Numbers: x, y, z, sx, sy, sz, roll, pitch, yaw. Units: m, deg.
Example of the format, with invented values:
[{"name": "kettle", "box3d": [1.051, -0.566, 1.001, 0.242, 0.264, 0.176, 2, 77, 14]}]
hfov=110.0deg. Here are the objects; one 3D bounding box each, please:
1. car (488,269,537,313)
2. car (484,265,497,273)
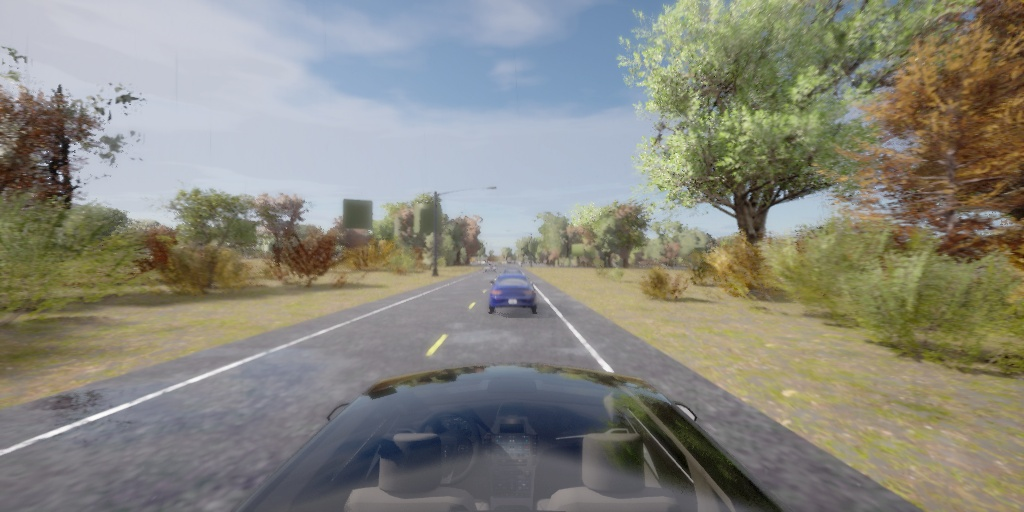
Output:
[{"name": "car", "box3d": [0.045, 1.445, 14.786, 1.812, 1.442, 4.674, 0, 0, 0]}, {"name": "car", "box3d": [-3.570, 2.107, 59.579, 1.895, 1.301, 4.718, 0, -1, 1]}]
